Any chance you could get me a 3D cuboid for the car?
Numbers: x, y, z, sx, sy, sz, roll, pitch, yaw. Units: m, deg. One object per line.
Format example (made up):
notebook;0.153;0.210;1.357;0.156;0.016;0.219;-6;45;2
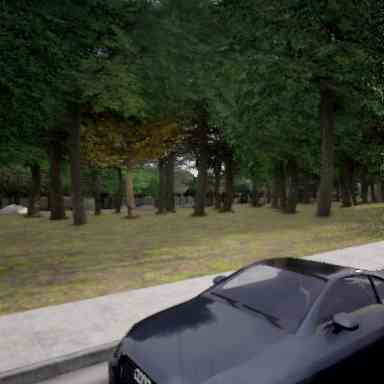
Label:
car;1.196;1.544;3.912;4.181;1.385;1.994;-1;0;-35
